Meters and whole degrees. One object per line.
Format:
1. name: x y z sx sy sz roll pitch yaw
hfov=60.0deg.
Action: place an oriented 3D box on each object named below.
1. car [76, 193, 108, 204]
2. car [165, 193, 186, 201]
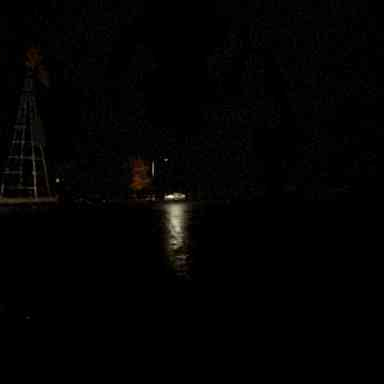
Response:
1. car: -14.374 0.969 48.018 1.837 1.490 4.892 2 1 38
2. car: -3.035 0.985 62.372 1.812 1.442 4.674 2 1 38
